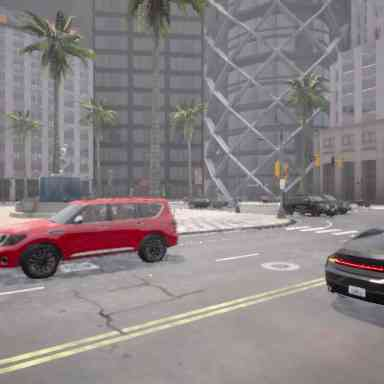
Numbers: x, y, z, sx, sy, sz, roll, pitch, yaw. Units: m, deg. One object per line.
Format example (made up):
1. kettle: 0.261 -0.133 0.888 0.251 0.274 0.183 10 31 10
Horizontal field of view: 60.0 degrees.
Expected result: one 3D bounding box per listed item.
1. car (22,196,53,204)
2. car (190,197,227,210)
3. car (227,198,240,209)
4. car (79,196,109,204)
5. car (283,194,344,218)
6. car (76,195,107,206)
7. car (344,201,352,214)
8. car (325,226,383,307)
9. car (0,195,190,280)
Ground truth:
1. car: -28.454 1.491 61.334 4.902 1.511 2.128 0 0 -10
2. car: 1.720 1.477 43.711 5.008 1.535 1.882 0 0 41
3. car: 4.382 1.491 45.934 4.902 1.511 2.128 0 0 42
4. car: -18.294 1.478 62.134 5.008 1.535 1.882 0 0 2
5. car: 10.933 1.224 31.128 2.150 2.045 5.566 1 -1 -26
6. car: -16.640 1.351 55.095 4.553 1.767 2.097 0 0 3
7. car: 13.518 1.222 34.507 2.150 2.045 5.566 0 0 -36
8. car: 4.893 1.505 7.279 4.892 1.490 1.837 0 0 -35
9. car: -3.038 1.221 10.384 5.566 2.045 2.150 0 0 -36
